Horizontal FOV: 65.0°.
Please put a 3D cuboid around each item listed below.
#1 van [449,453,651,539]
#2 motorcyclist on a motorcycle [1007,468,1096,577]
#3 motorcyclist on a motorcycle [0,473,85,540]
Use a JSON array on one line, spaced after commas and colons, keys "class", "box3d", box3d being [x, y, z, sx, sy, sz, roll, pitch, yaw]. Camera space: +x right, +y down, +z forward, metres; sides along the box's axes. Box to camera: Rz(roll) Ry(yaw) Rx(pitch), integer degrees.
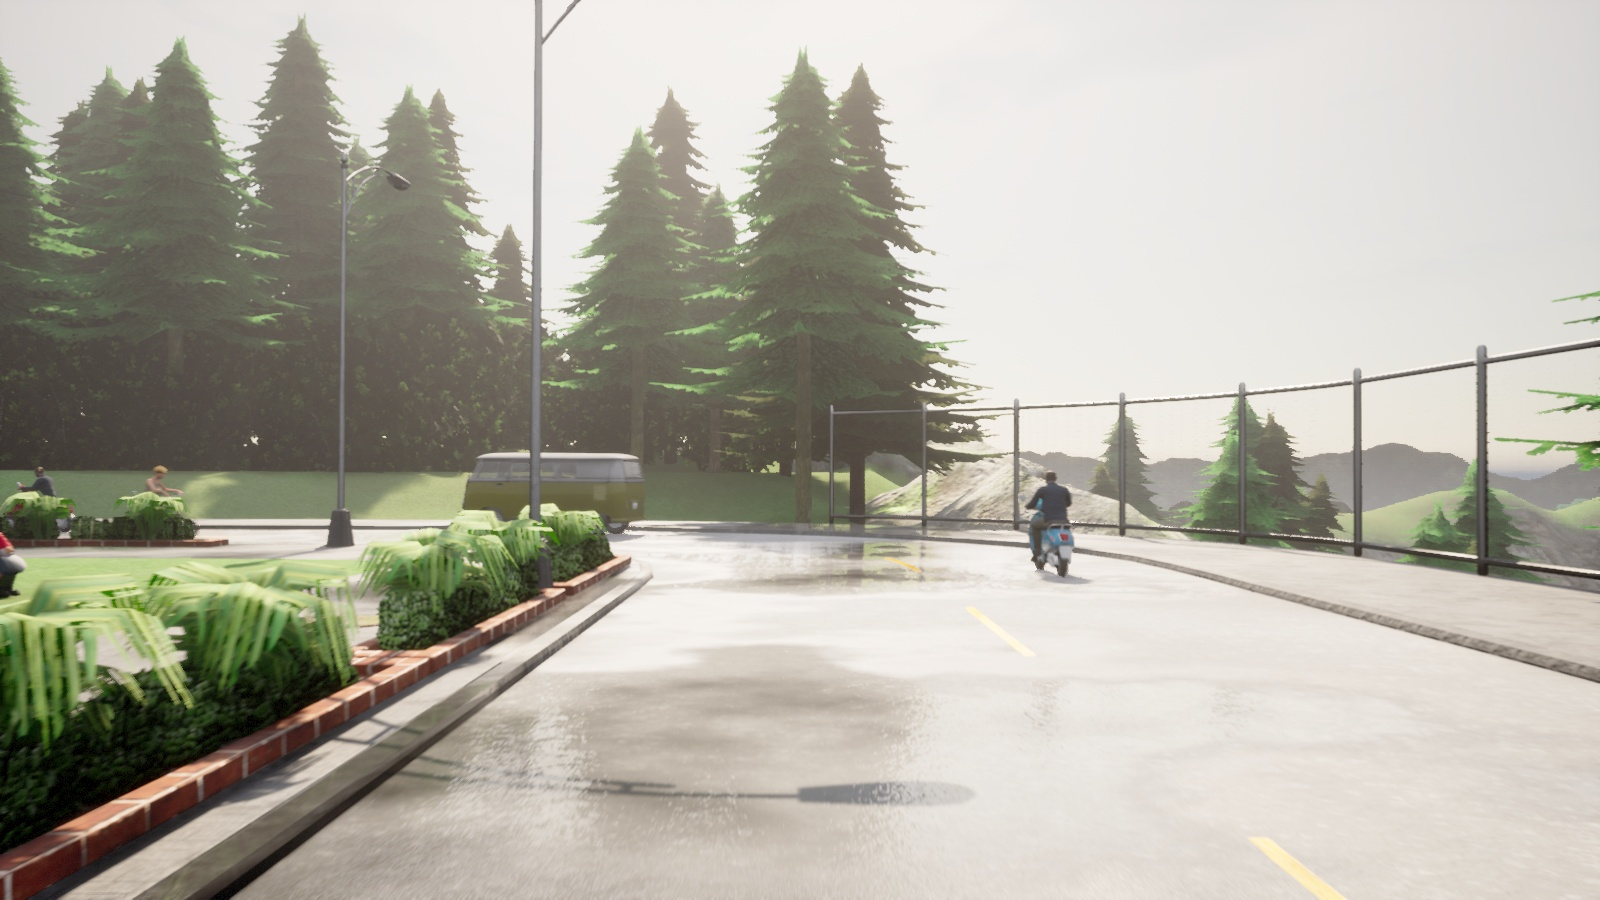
[{"class": "van", "box3d": [-5.991, 1.100, 30.312, 4.442, 1.987, 1.775, 0, -1, 12]}, {"class": "motorcyclist on a motorcycle", "box3d": [3.855, 1.078, 19.412, 0.866, 1.590, 1.817, -1, -1, -4]}, {"class": "motorcyclist on a motorcycle", "box3d": [-18.529, 1.353, 30.519, 1.817, 1.590, 0.866, 0, -1, 0]}]
